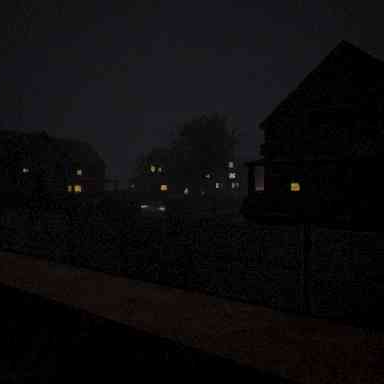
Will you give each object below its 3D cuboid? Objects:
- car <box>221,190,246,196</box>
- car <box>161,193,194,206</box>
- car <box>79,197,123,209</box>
[{"bbox_3d":[5.751,0.453,45.636,1.882,1.535,5.008,1,2,35],"label":"car"},{"bbox_3d":[-1.431,0.826,35.683,1.994,1.385,4.181,1,2,36],"label":"car"},{"bbox_3d":[-7.464,1.069,27.285,1.994,1.385,4.181,1,2,35],"label":"car"}]
